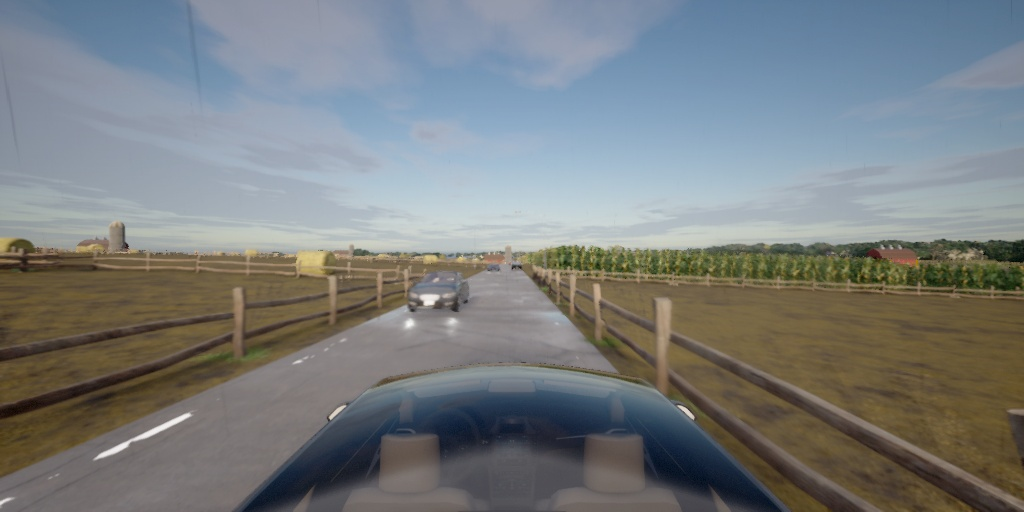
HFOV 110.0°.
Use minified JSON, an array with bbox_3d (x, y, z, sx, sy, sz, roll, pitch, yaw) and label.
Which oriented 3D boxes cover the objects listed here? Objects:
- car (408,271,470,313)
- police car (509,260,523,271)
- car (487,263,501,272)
[{"bbox_3d":[-2.850,1.377,14.832,2.128,1.511,4.902,0,-1,0],"label":"car"},{"bbox_3d":[0.821,1.673,62.022,1.930,1.638,5.238,0,0,0],"label":"police car"},{"bbox_3d":[-2.808,1.772,55.820,1.994,1.385,4.181,0,0,0],"label":"car"}]
